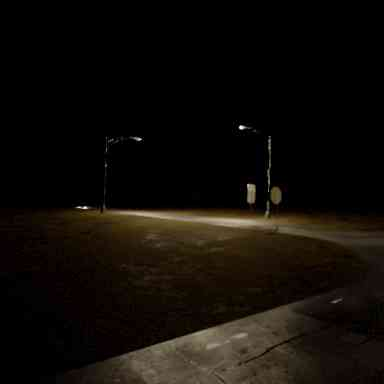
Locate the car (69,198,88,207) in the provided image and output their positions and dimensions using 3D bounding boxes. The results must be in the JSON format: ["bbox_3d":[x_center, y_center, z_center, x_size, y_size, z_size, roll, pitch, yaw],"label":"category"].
[{"bbox_3d":[-17.345,1.555,50.891,1.994,1.385,4.181,3,-2,-36],"label":"car"}]
